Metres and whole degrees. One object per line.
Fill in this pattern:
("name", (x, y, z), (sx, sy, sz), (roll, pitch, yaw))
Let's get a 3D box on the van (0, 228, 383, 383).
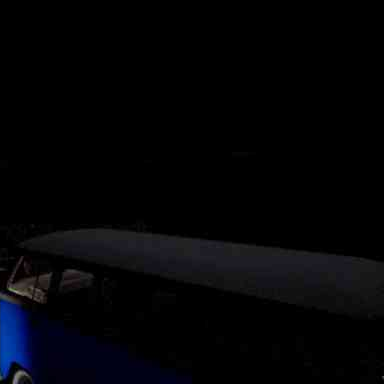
("van", (-0.207, 1.322, 3.012), (3.998, 1.788, 1.690), (1, 0, 36))
